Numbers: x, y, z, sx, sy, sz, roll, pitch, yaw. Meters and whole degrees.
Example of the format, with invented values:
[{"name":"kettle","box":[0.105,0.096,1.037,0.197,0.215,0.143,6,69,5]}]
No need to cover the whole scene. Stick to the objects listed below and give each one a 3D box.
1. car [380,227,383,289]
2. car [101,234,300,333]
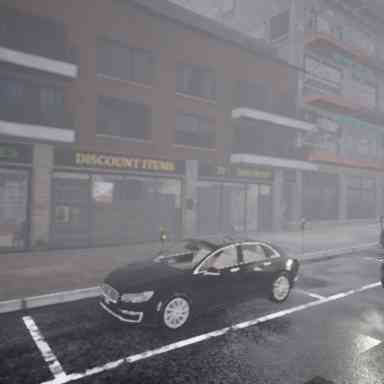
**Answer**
[{"name":"car","box":[6.442,1.588,7.974,5.008,1.535,1.882,1,0,-35]},{"name":"car","box":[0.375,1.598,6.809,4.403,1.369,2.008,1,1,-35]}]
